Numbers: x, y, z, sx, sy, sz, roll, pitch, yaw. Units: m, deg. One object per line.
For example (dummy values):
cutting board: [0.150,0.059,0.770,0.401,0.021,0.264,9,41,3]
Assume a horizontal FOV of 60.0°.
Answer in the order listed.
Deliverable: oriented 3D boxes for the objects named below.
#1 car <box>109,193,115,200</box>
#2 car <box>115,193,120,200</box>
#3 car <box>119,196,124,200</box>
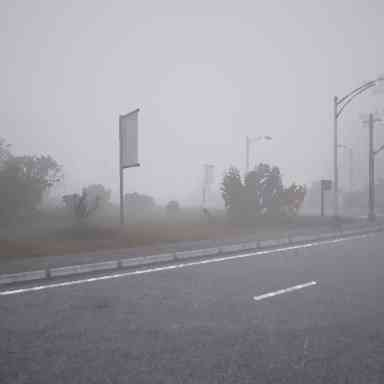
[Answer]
car: [-22.944,1.010,86.752,2.150,2.045,5.566,0,0,-37]
car: [-20.353,1.148,89.133,2.097,1.767,4.553,0,0,-37]
car: [-10.567,1.430,59.360,1.837,1.490,4.892,0,0,-39]
